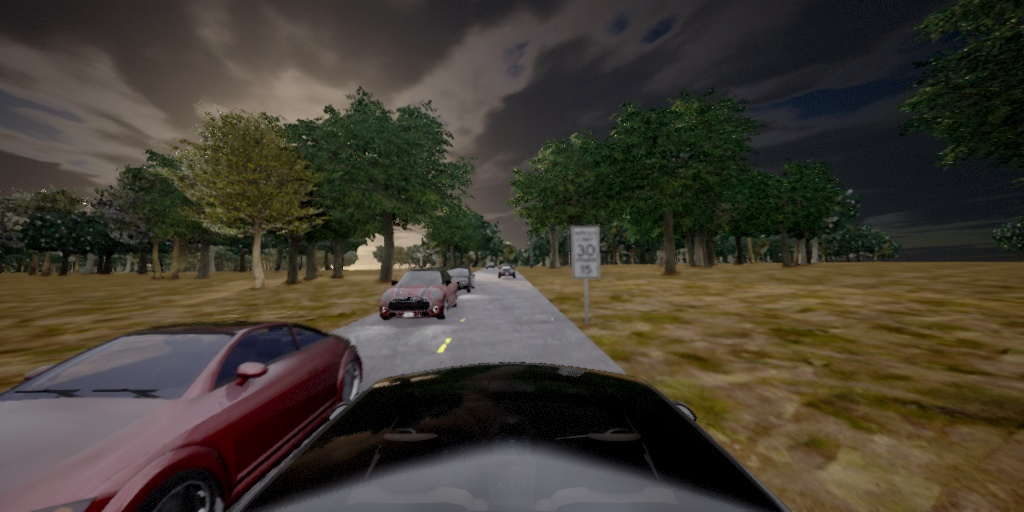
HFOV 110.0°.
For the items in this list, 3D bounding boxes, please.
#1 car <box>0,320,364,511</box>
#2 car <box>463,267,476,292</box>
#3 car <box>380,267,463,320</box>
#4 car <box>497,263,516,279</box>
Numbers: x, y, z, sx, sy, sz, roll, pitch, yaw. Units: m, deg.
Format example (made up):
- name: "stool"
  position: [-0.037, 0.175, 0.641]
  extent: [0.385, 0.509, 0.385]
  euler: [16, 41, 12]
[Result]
- name: "car"
  position: [-3.079, 1.367, 3.423]
  extent: [1.994, 1.385, 4.181]
  euler: [-1, -1, -1]
- name: "car"
  position: [-3.450, 1.516, 23.521]
  extent: [1.837, 1.490, 4.892]
  euler: [0, -1, -1]
- name: "car"
  position: [-3.274, 1.257, 13.421]
  extent: [2.097, 1.767, 4.553]
  euler: [0, 0, -1]
- name: "car"
  position: [-0.561, 1.664, 39.111]
  extent: [1.812, 1.442, 4.674]
  euler: [-1, -1, -1]
